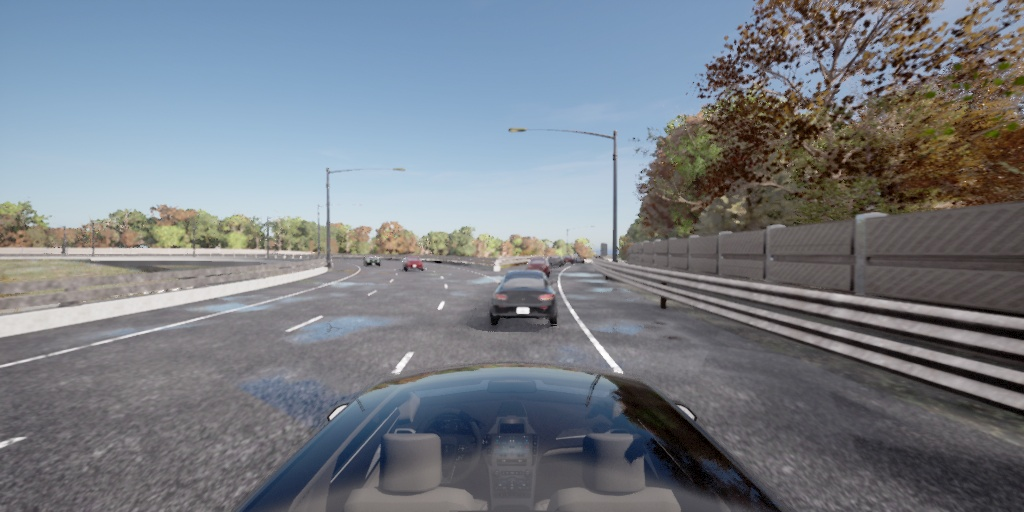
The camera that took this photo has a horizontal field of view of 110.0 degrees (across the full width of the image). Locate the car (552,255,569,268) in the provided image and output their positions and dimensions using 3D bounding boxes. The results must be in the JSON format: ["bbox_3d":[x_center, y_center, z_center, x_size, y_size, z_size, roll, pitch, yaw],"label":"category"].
[{"bbox_3d":[5.555,0.641,45.188,2.128,1.511,4.902,0,1,14],"label":"car"}]

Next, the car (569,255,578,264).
[{"bbox_3d":[9.387,0.574,59.748,1.812,1.442,4.674,0,0,16],"label":"car"}]

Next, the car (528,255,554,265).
[{"bbox_3d":[2.215,0.893,29.380,1.812,1.442,4.674,0,1,9],"label":"car"}]

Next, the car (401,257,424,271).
[{"bbox_3d":[-10.518,0.785,37.954,1.812,1.442,4.674,0,1,-20],"label":"car"}]

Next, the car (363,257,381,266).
[{"bbox_3d":[-19.057,0.719,48.640,1.895,1.301,4.718,0,1,-27],"label":"car"}]

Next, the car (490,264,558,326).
[{"bbox_3d":[0.411,1.147,11.065,1.812,1.442,4.674,0,1,4],"label":"car"}]
